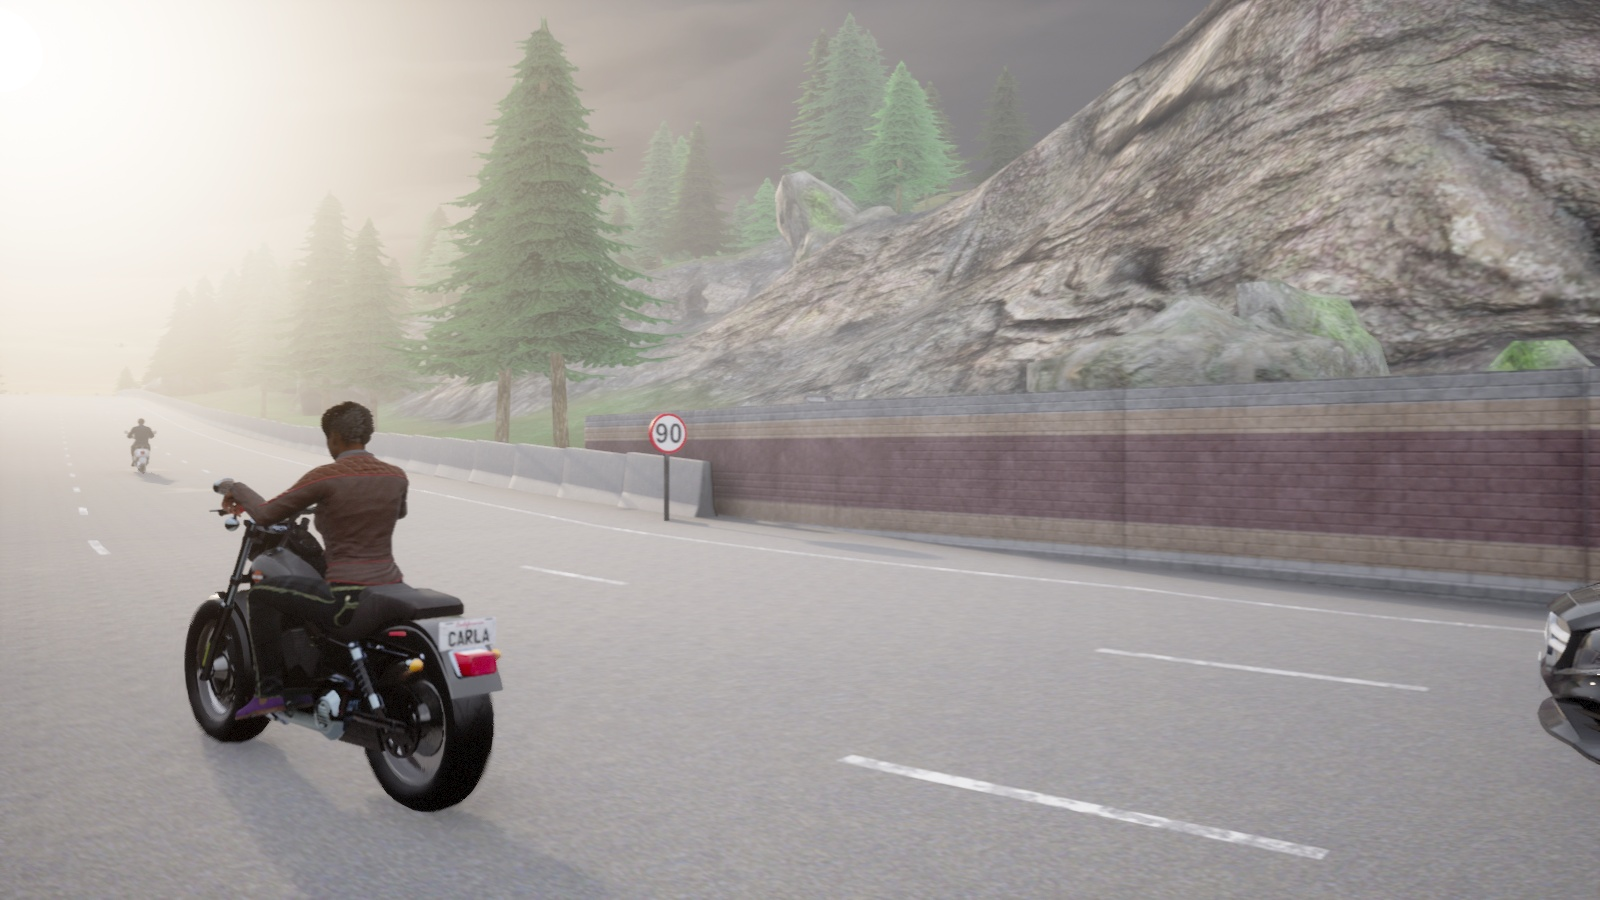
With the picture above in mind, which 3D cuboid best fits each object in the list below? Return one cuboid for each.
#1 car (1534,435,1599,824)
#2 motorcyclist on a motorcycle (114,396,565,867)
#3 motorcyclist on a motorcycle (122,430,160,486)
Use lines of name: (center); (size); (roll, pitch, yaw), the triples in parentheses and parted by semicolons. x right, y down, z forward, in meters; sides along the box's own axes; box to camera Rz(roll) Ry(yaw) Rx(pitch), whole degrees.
car: (5.249, 0.661, 4.327); (4.674, 1.442, 1.812); (0, 1, 31)
motorcyclist on a motorcycle: (-2.083, 0.638, 5.448); (2.350, 1.649, 0.766); (0, 0, 40)
motorcyclist on a motorcycle: (-19.270, 0.211, 36.690); (0.866, 1.590, 1.817); (-1, 2, -31)
